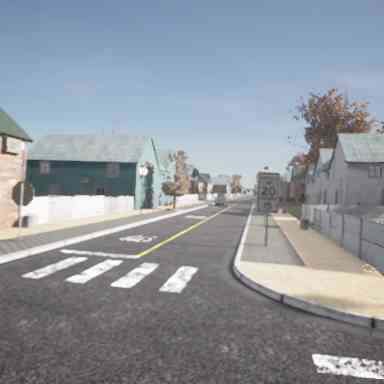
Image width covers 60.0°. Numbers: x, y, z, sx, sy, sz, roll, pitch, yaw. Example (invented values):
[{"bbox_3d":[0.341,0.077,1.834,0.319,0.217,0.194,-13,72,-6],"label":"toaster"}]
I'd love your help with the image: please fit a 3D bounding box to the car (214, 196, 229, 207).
[{"bbox_3d":[4.580,1.437,50.740,1.837,1.490,4.892,3,0,11],"label":"car"}]
